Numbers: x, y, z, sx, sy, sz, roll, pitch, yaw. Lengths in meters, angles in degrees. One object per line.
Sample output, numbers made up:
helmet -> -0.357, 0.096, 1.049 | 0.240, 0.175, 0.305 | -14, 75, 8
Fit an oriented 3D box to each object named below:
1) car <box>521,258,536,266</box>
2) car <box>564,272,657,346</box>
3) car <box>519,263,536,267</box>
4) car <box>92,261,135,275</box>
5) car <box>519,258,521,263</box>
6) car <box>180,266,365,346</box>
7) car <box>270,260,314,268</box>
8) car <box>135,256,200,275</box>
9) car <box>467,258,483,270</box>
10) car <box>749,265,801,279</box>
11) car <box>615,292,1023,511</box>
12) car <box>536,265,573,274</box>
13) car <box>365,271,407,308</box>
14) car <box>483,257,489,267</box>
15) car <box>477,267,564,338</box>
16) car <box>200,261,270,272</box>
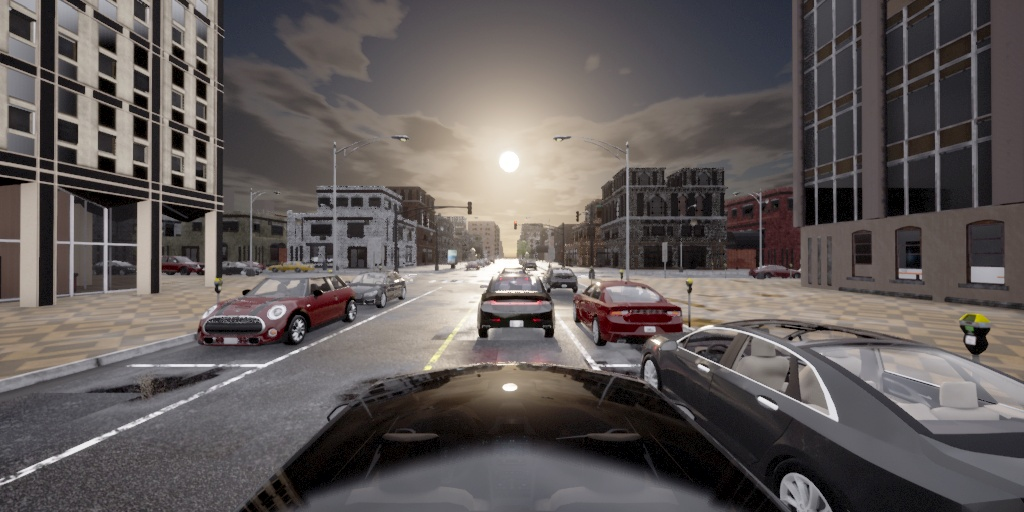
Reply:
car -> 2.681, 1.320, 53.001 | 1.948, 1.339, 4.313 | 0, 0, 0
car -> 2.689, 1.295, 9.226 | 1.888, 1.381, 4.507 | 0, 0, 0
car -> 0.096, 1.315, 20.558 | 1.994, 1.385, 4.181 | 0, 0, 0
car -> -36.494, 1.129, 33.177 | 4.403, 1.370, 2.007 | 0, 0, 1
car -> 2.679, 1.337, 64.043 | 1.802, 1.307, 4.207 | 0, 0, 0
car -> -5.691, 1.190, 9.242 | 1.967, 1.591, 4.097 | 0, 0, 0
car -> -25.461, 1.196, 41.391 | 4.829, 1.417, 1.751 | 0, 0, 1
car -> -30.957, 0.916, 33.093 | 5.009, 1.841, 2.192 | 0, 0, 1
car -> -5.699, 1.336, 53.012 | 1.802, 1.307, 4.207 | 0, 0, 0
car -> 23.637, 1.432, 32.227 | 4.207, 1.307, 1.802 | 0, 0, 1
car -> 2.690, 1.300, 3.535 | 2.007, 1.370, 4.403 | 0, 0, 0
car -> 2.687, 1.302, 20.610 | 2.007, 1.370, 4.403 | 0, 0, 0
car -> -5.693, 1.301, 14.934 | 2.007, 1.370, 4.403 | 0, 0, 0
car -> -5.702, 1.306, 64.056 | 2.007, 1.370, 4.403 | 0, 0, 0
car -> 0.100, 1.242, 10.135 | 2.128, 1.511, 4.902 | 0, 0, 0
car -> -25.421, 1.175, 33.009 | 4.403, 1.370, 2.007 | 0, 0, 1
